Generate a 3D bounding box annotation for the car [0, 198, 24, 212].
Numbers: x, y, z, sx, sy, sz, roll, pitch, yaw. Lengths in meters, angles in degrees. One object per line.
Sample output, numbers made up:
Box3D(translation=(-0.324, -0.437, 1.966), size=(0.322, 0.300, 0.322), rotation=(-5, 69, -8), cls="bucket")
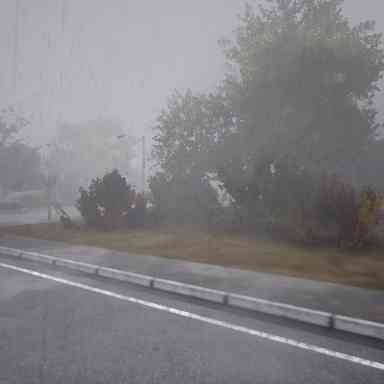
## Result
Box3D(translation=(-19.997, 1.327, 34.716), size=(1.812, 1.442, 4.674), rotation=(0, 0, 32), cls="car")
